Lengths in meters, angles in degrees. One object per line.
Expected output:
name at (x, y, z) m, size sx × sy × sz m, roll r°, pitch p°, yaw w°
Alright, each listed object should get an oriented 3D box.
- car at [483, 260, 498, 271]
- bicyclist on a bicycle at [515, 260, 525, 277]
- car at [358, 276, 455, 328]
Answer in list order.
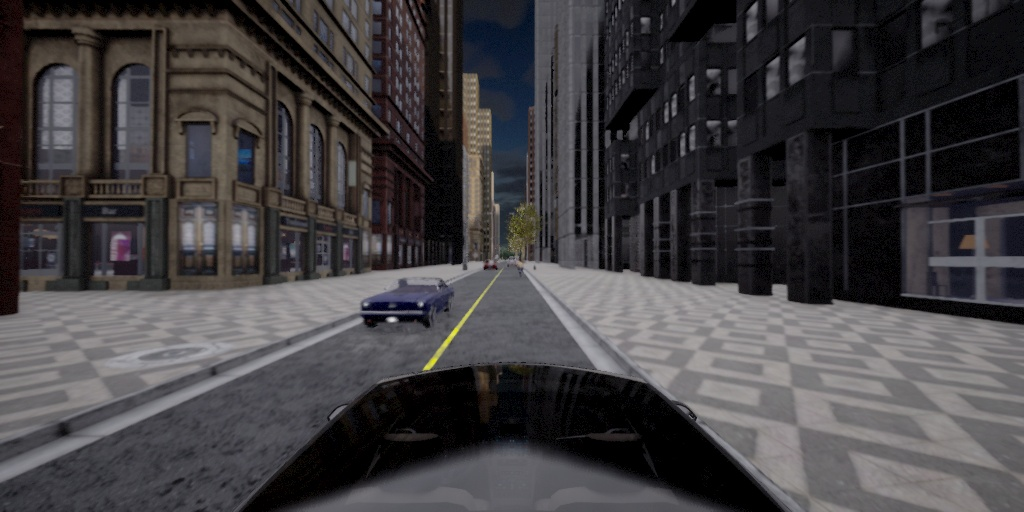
car at (-3.078, 1.289, 51.893) m, size 1.882 × 1.535 × 5.008 m, roll 0°, pitch 0°, yaw 0°
bicyclist on a bicycle at (0.824, 1.198, 33.350) m, size 0.866 × 1.612 × 1.509 m, roll 0°, pitch -1°, yaw 0°
car at (-3.101, 1.351, 11.503) m, size 1.895 × 1.301 × 4.718 m, roll 0°, pitch 0°, yaw 0°
